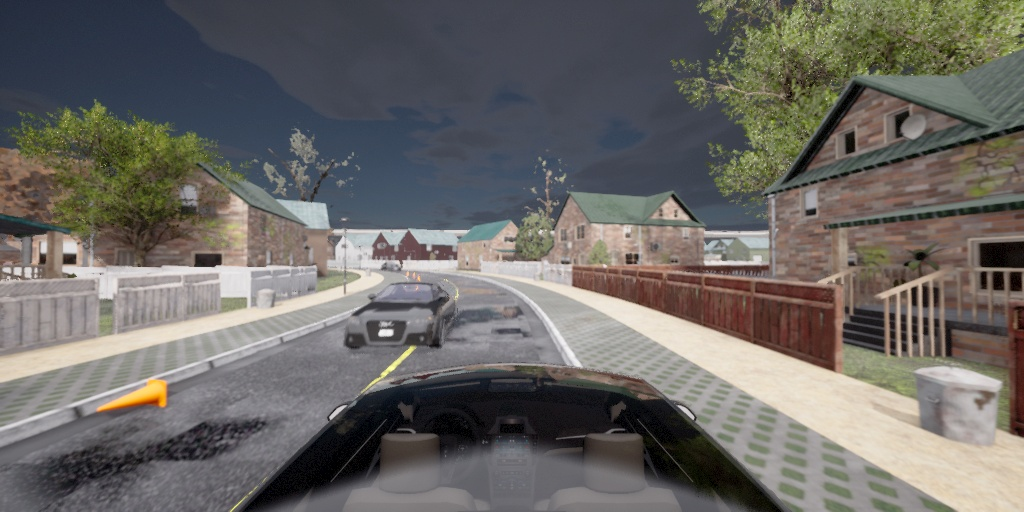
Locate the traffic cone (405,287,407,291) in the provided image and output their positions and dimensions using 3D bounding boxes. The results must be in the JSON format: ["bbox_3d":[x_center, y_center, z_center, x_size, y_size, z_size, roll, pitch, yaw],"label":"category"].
[{"bbox_3d":[-5.203,1.822,17.580,0.340,0.580,0.340,0,0,-7],"label":"traffic cone"}]

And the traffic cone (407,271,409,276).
[{"bbox_3d":[-11.845,1.967,40.739,0.340,0.580,0.340,0,0,-25],"label":"traffic cone"}]

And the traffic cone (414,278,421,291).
[{"bbox_3d":[-5.924,1.854,22.365,0.340,0.580,0.340,0,0,-10],"label":"traffic cone"}]

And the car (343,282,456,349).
[{"bbox_3d":[-2.595,1.371,9.206,1.994,1.385,4.181,0,0,-2],"label":"car"}]

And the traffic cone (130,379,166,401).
[{"bbox_3d":[-4.800,1.558,4.854,0.340,0.580,0.340,0,0,16],"label":"traffic cone"}]

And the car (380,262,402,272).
[{"bbox_3d":[-18.225,1.613,53.691,1.812,1.442,4.674,1,-1,-38],"label":"car"}]
